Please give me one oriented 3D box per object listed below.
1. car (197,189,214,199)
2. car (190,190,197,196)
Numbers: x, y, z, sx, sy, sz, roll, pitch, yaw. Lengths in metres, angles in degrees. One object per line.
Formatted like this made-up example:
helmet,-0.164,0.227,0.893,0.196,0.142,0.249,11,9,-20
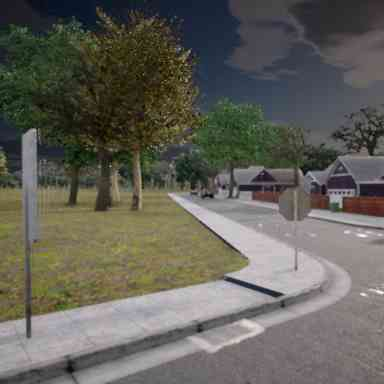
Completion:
car,3.000,0.377,65.863,2.150,2.045,5.566,-1,1,-6
car,0.524,0.213,90.489,1.882,1.535,5.008,-1,1,-6
